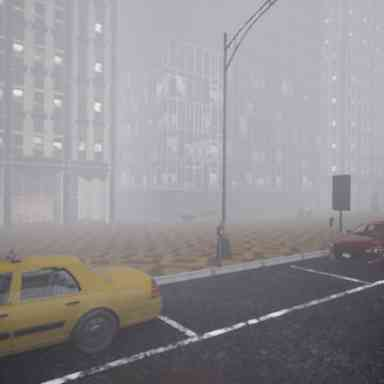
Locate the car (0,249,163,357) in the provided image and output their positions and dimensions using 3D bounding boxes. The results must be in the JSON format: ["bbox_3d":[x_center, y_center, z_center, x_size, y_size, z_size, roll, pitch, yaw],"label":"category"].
[{"bbox_3d":[-2.759,1.529,4.592,4.829,1.417,1.752,1,0,-35],"label":"car"}]

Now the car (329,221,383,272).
[{"bbox_3d":[6.388,1.646,11.116,4.507,1.381,1.887,1,0,-35],"label":"car"}]
